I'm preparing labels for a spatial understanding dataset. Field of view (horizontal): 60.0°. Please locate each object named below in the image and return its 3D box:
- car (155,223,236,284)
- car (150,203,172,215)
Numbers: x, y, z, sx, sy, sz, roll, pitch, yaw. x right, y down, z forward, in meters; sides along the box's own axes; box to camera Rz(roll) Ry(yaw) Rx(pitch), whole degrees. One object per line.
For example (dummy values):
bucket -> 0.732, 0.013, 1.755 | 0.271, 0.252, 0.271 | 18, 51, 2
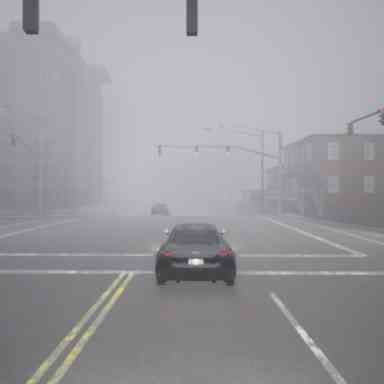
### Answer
car -> 0.091, 1.568, 9.574 | 1.994, 1.385, 4.181 | 0, 0, 0
car -> -3.612, 1.998, 38.068 | 1.837, 1.490, 4.892 | 0, -5, 0
